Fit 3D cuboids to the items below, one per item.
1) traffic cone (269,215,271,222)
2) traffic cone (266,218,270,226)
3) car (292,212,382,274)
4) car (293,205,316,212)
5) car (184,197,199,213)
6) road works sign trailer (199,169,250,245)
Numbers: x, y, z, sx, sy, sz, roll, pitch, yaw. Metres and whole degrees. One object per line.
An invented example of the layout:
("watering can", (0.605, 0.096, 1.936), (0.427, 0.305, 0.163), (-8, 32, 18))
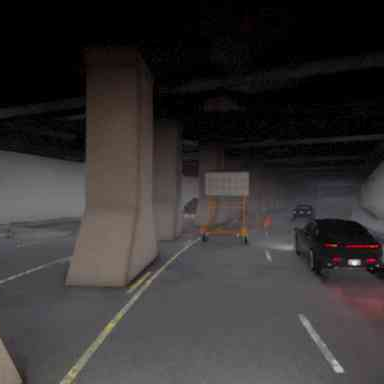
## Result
("traffic cone", (5.669, 2.261, 25.251), (0.340, 0.580, 0.340), (0, -1, 16))
("traffic cone", (5.125, 2.237, 23.327), (0.340, 0.580, 0.340), (0, -1, 16))
("car", (4.682, 1.654, 11.245), (1.837, 1.490, 4.892), (0, -1, 8))
("car", (11.089, 1.964, 32.745), (2.033, 1.411, 5.357), (0, -1, 25))
("car", (0.941, 1.710, 44.511), (2.150, 2.045, 5.566), (0, -1, 26))
("road works sign trailer", (1.797, 0.660, 17.012), (2.380, 3.560, 2.880), (0, -1, 16))
